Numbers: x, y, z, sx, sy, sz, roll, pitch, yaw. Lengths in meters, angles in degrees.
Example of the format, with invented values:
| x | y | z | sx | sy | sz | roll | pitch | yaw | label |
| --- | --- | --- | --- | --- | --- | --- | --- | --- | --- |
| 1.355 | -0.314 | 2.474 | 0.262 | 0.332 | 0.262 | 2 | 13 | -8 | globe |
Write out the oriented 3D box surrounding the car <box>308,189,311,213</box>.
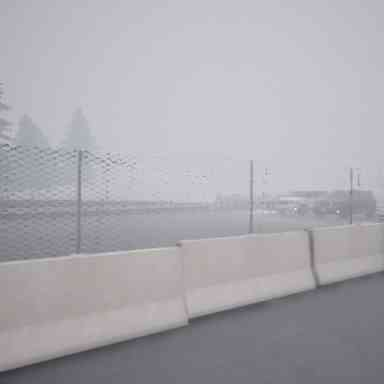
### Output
| x | y | z | sx | sy | sz | roll | pitch | yaw | label |
| --- | --- | --- | --- | --- | --- | --- | --- | --- | --- |
| 11.374 | 0.865 | 24.497 | 5.566 | 2.045 | 2.150 | 0 | 1 | -34 | car |

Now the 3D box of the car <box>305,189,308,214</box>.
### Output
| x | y | z | sx | sy | sz | roll | pitch | yaw | label |
| --- | --- | --- | --- | --- | --- | --- | --- | --- | --- |
| 9.392 | 0.793 | 27.381 | 5.566 | 2.045 | 2.150 | 0 | 1 | -34 | car |
